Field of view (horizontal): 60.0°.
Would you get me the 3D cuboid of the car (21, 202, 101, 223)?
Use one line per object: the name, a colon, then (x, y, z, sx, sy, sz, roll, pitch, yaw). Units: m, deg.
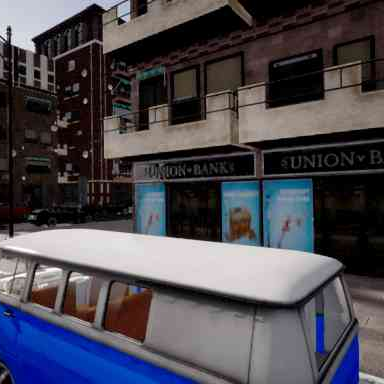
car: (-8.707, 1.583, 22.370, 1.947, 1.339, 4.313, -2, -1, 36)

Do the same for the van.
van: (-0.534, 1.342, 3.231, 3.998, 1.788, 1.690, 0, -1, 35)

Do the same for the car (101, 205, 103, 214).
car: (-10.749, 1.639, 29.400, 2.128, 1.511, 4.902, -1, -1, 36)

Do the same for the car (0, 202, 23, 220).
car: (-15.479, 1.608, 27.310, 1.967, 1.590, 4.097, -2, -1, 36)

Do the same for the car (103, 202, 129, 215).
car: (-8.836, 1.797, 36.421, 1.947, 1.339, 4.313, -2, -1, 36)
